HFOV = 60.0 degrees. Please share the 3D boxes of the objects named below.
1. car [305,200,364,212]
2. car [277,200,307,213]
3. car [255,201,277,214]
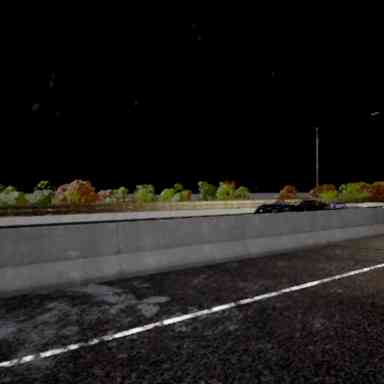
[{"bbox_3d":[11.102,1.488,24.705,5.357,1.411,2.033,0,0,-35],"label":"car"},{"bbox_3d":[9.762,1.410,28.042,5.008,1.535,1.882,0,0,-35],"label":"car"},{"bbox_3d":[7.803,1.490,30.941,4.181,1.385,1.994,0,0,-35],"label":"car"}]
